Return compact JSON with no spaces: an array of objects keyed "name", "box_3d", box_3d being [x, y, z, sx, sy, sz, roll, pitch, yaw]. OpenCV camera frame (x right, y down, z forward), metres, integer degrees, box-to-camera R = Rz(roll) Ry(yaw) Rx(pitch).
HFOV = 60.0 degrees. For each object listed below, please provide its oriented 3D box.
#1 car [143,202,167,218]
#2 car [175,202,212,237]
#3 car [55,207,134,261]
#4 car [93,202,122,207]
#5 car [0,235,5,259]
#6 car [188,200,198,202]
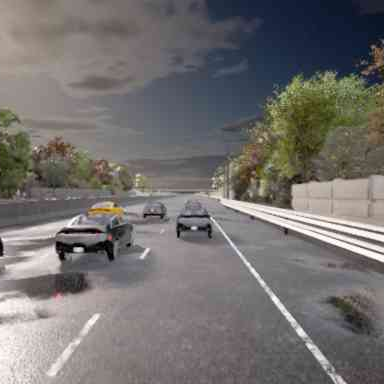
[{"name":"car","box_3d":[-3.386,1.632,30.825,2.033,1.411,5.357,0,0,0]},{"name":"car","box_3d":[0.108,1.540,18.527,2.128,1.511,4.902,0,0,0]},{"name":"car","box_3d":[-3.399,1.523,12.393,2.128,1.511,4.902,0,0,0]},{"name":"car","box_3d":[-6.890,1.551,27.114,1.882,1.535,5.008,0,0,0]},{"name":"car","box_3d":[-6.896,1.513,8.680,2.128,1.511,4.902,0,0,0]},{"name":"car","box_3d":[0.117,1.677,39.777,1.994,1.385,4.181,0,0,0]}]
